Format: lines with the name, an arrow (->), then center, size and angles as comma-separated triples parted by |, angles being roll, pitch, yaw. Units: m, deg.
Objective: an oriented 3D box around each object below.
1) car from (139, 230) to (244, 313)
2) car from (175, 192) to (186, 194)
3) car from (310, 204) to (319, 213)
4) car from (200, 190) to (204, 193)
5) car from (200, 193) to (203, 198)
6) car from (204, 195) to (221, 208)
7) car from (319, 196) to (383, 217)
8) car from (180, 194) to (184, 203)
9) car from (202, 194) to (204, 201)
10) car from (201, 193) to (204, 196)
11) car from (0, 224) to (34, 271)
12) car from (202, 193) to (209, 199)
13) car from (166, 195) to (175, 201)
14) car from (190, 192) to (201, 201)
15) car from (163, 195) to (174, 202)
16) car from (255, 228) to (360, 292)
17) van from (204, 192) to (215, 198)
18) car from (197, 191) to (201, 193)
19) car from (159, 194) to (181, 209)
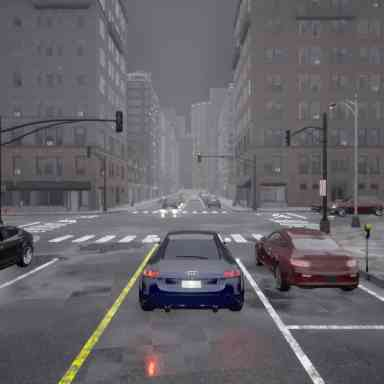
car -> 0.003, 1.562, 7.750 | 1.994, 1.385, 4.181 | 0, 0, 0
car -> -2.612, 1.354, 64.150 | 2.128, 1.511, 4.902 | 0, 0, 1
car -> 13.662, 1.355, 31.168 | 4.718, 1.301, 1.895 | -1, 0, 0
car -> 3.734, 0.937, 86.058 | 2.150, 2.045, 5.566 | 0, 0, 0
car -> 3.284, 1.388, 73.645 | 1.802, 1.307, 4.206 | 0, 0, 0
car -> 3.040, 1.507, 45.880 | 1.802, 1.307, 4.206 | 0, 0, 0
car -> 13.553, 1.124, 27.918 | 4.553, 1.767, 2.097 | -1, 0, 0
car -> -2.746, 1.427, 53.760 | 1.812, 1.442, 4.674 | 0, 0, 0
car -> 3.136, 1.436, 56.983 | 1.887, 1.381, 4.507 | 0, 0, 0
car -> 3.236, 1.424, 68.089 | 1.802, 1.307, 4.206 | 0, 0, 0
car -> -5.765, 1.564, 8.674 | 1.947, 1.339, 4.313 | 0, 0, 0
car -> 3.828, 1.144, 93.029 | 1.882, 1.535, 5.008 | 0, 0, 0
car -> -5.193, 1.348, 79.274 | 1.802, 1.307, 4.206 | 0, 0, 0
car -> 0.525, 1.318, 74.319 | 1.812, 1.442, 4.674 | 0, 0, 0
car -> -5.241, 1.357, 73.722 | 2.008, 1.369, 4.403 | 0, 0, 0
car -> 2.760, 1.580, 8.671 | 1.802, 1.307, 4.206 | 0, 0, 0
van -> 3.088, 1.249, 51.431 | 1.690, 1.788, 3.998 | 0, 0, 0
car -> 0.612, 1.087, 84.320 | 2.128, 1.511, 4.902 | 0, 0, 0
car -> -2.832, 1.437, 43.856 | 1.837, 1.490, 4.892 | 0, 0, 2
